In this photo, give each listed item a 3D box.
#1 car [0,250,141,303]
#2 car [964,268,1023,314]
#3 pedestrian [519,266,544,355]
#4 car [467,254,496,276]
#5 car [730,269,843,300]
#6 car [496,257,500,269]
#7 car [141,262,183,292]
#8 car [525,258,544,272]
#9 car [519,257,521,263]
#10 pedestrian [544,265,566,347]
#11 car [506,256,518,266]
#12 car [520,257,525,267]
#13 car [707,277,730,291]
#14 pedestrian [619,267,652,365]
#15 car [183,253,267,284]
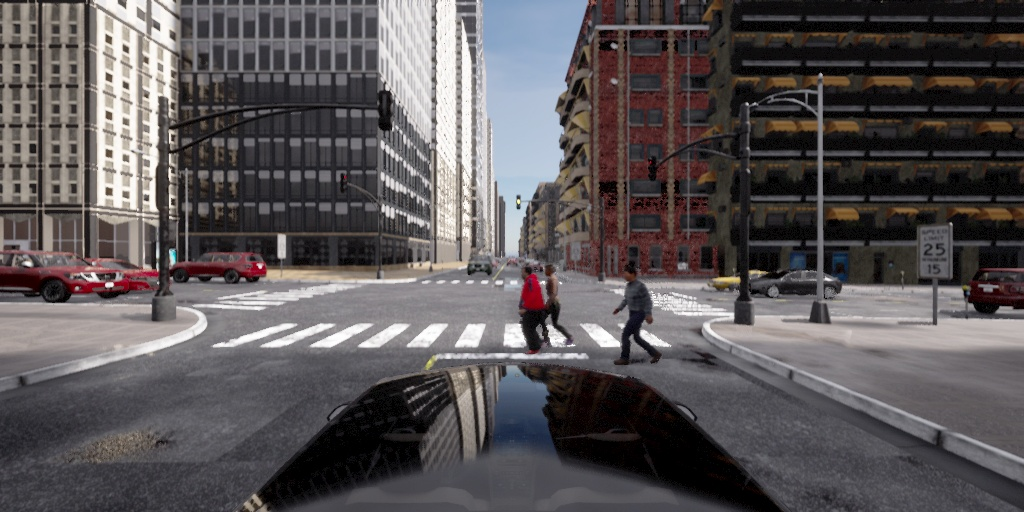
[{"bbox_3d":[-17.573,0.716,13.374,5.009,1.841,2.192,0,0,0],"label":"car"},{"bbox_3d":[20.601,1.418,13.734,5.009,1.841,2.192,0,0,0],"label":"car"},{"bbox_3d":[0.378,1.025,7.162,0.375,1.860,0.375,0,0,0],"label":"pedestrian"},{"bbox_3d":[-3.091,0.859,35.296,2.150,2.045,5.566,0,0,0],"label":"car"},{"bbox_3d":[14.991,1.497,19.444,4.892,1.490,1.837,0,0,0],"label":"car"},{"bbox_3d":[-3.065,1.111,52.084,1.812,1.442,4.674,0,0,0],"label":"car"},{"bbox_3d":[-18.157,0.865,15.957,5.008,1.535,1.882,1,0,0],"label":"car"},{"bbox_3d":[2.749,1.198,41.729,1.802,1.307,4.207,0,0,0],"label":"car"},{"bbox_3d":[2.703,1.112,60.294,2.007,1.370,4.403,0,0,0],"label":"car"},{"bbox_3d":[0.906,1.022,7.863,0.375,1.860,0.375,0,0,0],"label":"pedestrian"},{"bbox_3d":[0.013,1.077,63.909,1.812,1.442,4.674,0,0,0],"label":"car"},{"bbox_3d":[2.701,1.128,54.646,2.007,1.370,4.403,0,0,0],"label":"car"},{"bbox_3d":[14.634,1.514,22.031,4.829,1.417,1.751,0,0,0],"label":"car"},{"bbox_3d":[2.217,1.027,6.462,0.375,1.860,0.375,0,0,0],"label":"pedestrian"},{"bbox_3d":[-17.706,0.705,21.753,5.009,1.841,2.192,0,0,0],"label":"car"}]
